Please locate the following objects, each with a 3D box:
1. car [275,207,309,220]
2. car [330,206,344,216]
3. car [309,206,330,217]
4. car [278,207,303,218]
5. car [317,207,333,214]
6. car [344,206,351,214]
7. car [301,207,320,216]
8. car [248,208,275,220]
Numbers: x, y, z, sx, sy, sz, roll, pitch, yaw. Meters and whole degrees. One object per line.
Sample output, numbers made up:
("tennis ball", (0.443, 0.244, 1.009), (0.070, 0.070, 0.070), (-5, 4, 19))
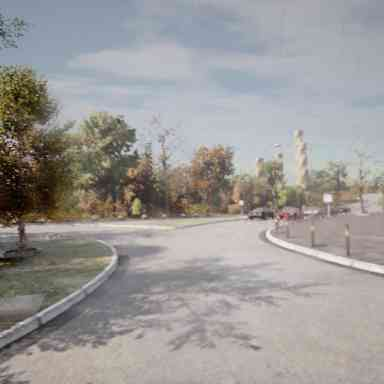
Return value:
("car", (11.462, 2.518, 38.033), (1.895, 1.301, 4.718), (-3, -3, 33))
("car", (22.909, 3.111, 54.781), (2.128, 1.511, 4.902), (-3, -3, 35))
("car", (17.536, 2.901, 47.113), (1.895, 1.301, 4.718), (-3, -3, 36))
("car", (14.345, 2.895, 48.234), (1.837, 1.490, 4.892), (-3, -3, 35))
("car", (25.971, 3.504, 64.735), (1.895, 1.301, 4.718), (-3, -3, 35))
("car", (28.846, 3.311, 63.182), (1.882, 1.535, 5.008), (-3, -3, 35))
("car", (20.255, 3.266, 56.651), (1.812, 1.442, 4.674), (-3, -3, 35))
("car", (8.332, 2.561, 39.191), (2.033, 1.411, 5.357), (-3, -3, 32))
